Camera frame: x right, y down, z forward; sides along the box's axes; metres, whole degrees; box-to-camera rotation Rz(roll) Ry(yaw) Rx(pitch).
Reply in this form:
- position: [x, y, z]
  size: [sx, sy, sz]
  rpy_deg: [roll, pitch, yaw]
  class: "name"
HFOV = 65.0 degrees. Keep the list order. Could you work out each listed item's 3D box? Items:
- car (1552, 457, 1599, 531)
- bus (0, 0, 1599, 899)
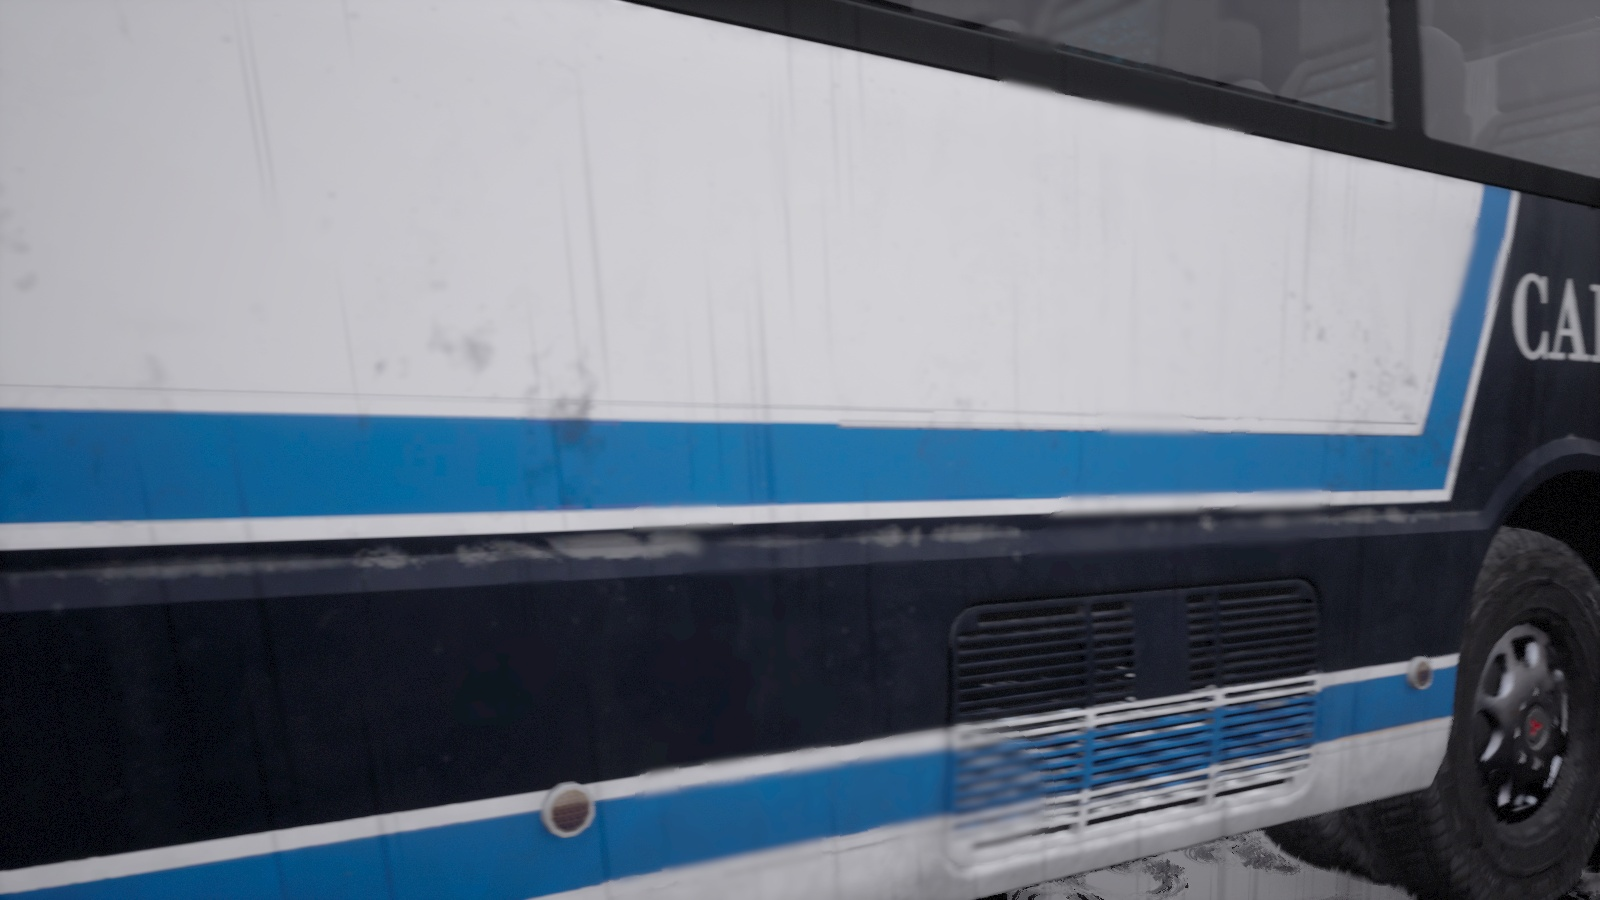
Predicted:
- position: [16.566, 0.830, 23.153]
  size: [1.994, 1.385, 4.181]
  rpy_deg: [0, 0, -33]
  class: "car"
- position: [-0.733, -0.621, 3.781]
  size: [10.273, 4.253, 3.944]
  rpy_deg: [0, 0, -33]
  class: "bus"
